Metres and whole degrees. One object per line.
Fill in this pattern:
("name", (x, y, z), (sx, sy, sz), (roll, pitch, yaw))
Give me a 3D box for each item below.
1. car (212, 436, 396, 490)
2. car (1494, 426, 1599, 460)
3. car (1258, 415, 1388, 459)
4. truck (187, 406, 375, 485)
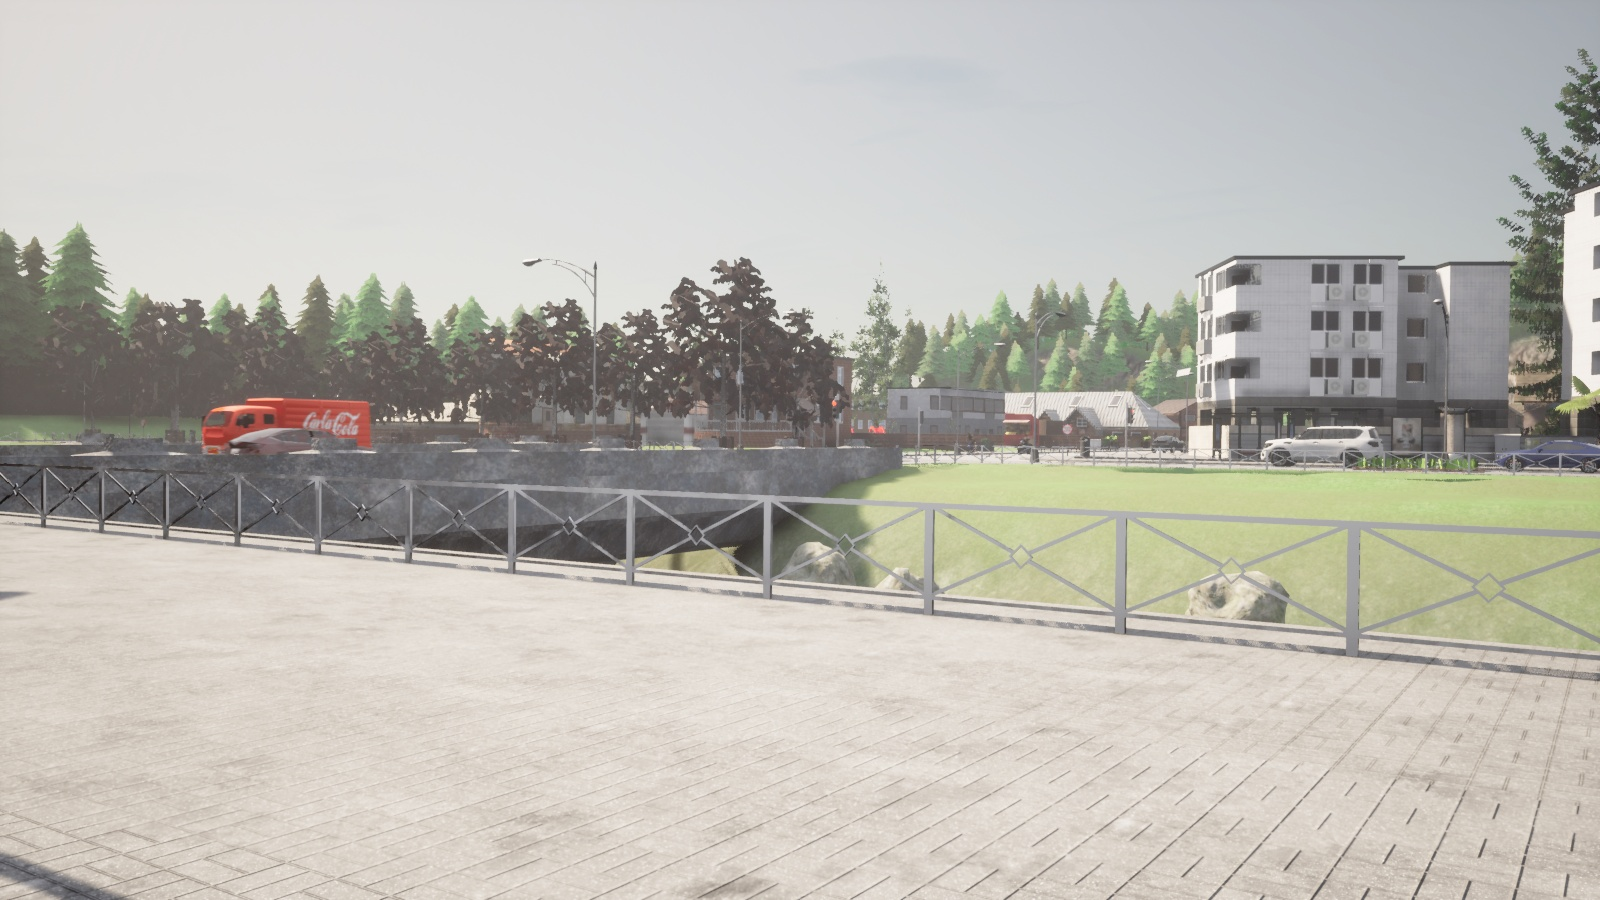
("car", (-14.997, 0.345, 38.228), (2.163, 1.488, 4.792), (0, 1, 34))
("car", (33.670, -0.311, 55.942), (4.674, 1.442, 1.812), (0, 1, 33))
("car", (25.532, -0.618, 61.345), (5.566, 2.045, 2.150), (0, 1, 33))
("truck", (-17.272, -0.173, 42.034), (2.627, 2.467, 5.204), (0, 1, 34))
